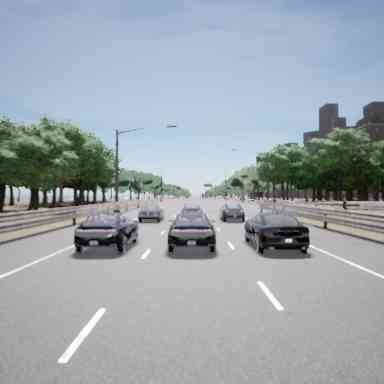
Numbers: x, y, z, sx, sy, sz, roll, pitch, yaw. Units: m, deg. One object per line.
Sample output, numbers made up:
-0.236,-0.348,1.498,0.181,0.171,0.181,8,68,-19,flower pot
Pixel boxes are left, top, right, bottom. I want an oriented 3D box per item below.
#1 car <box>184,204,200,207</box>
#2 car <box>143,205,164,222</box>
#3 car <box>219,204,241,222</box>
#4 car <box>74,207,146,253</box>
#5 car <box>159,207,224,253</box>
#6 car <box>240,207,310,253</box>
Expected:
-0.010,1.761,29.291,2.128,1.511,4.902,0,0,0,car
-3.514,1.813,28.987,2.033,1.411,5.357,0,0,0,car
3.490,1.761,29.294,2.128,1.511,4.902,0,0,0,car
-3.502,1.627,14.297,2.128,1.511,4.902,0,0,0,car
-0.002,1.627,14.295,2.128,1.511,4.902,0,0,0,car
3.500,1.614,14.466,1.882,1.535,5.008,0,0,0,car
